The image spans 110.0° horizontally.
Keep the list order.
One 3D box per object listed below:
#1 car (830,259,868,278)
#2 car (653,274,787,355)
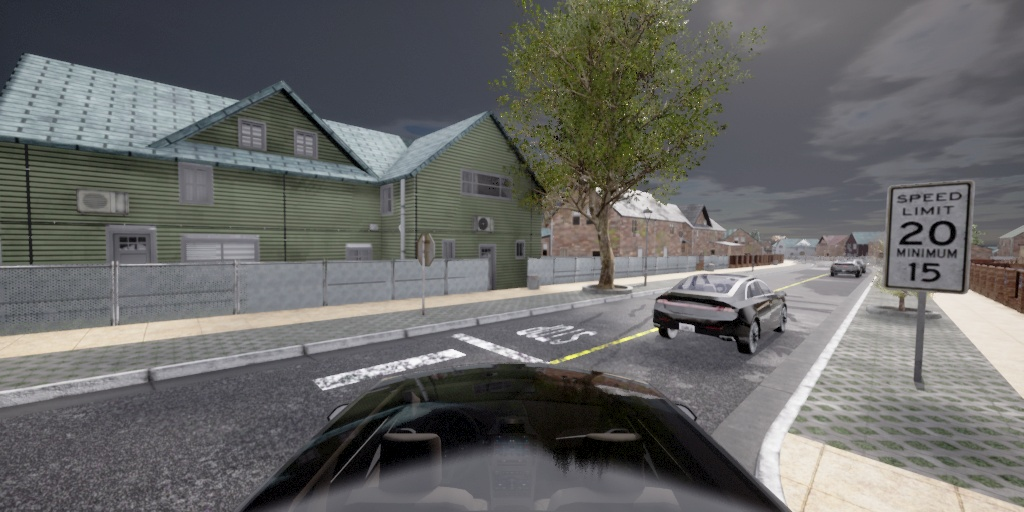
[{"bbox_3d":[29.475,1.043,31.584,4.902,1.511,2.128,0,2,-43],"label":"car"},{"bbox_3d":[5.200,1.182,8.702,4.902,1.511,2.128,0,2,-43],"label":"car"}]
